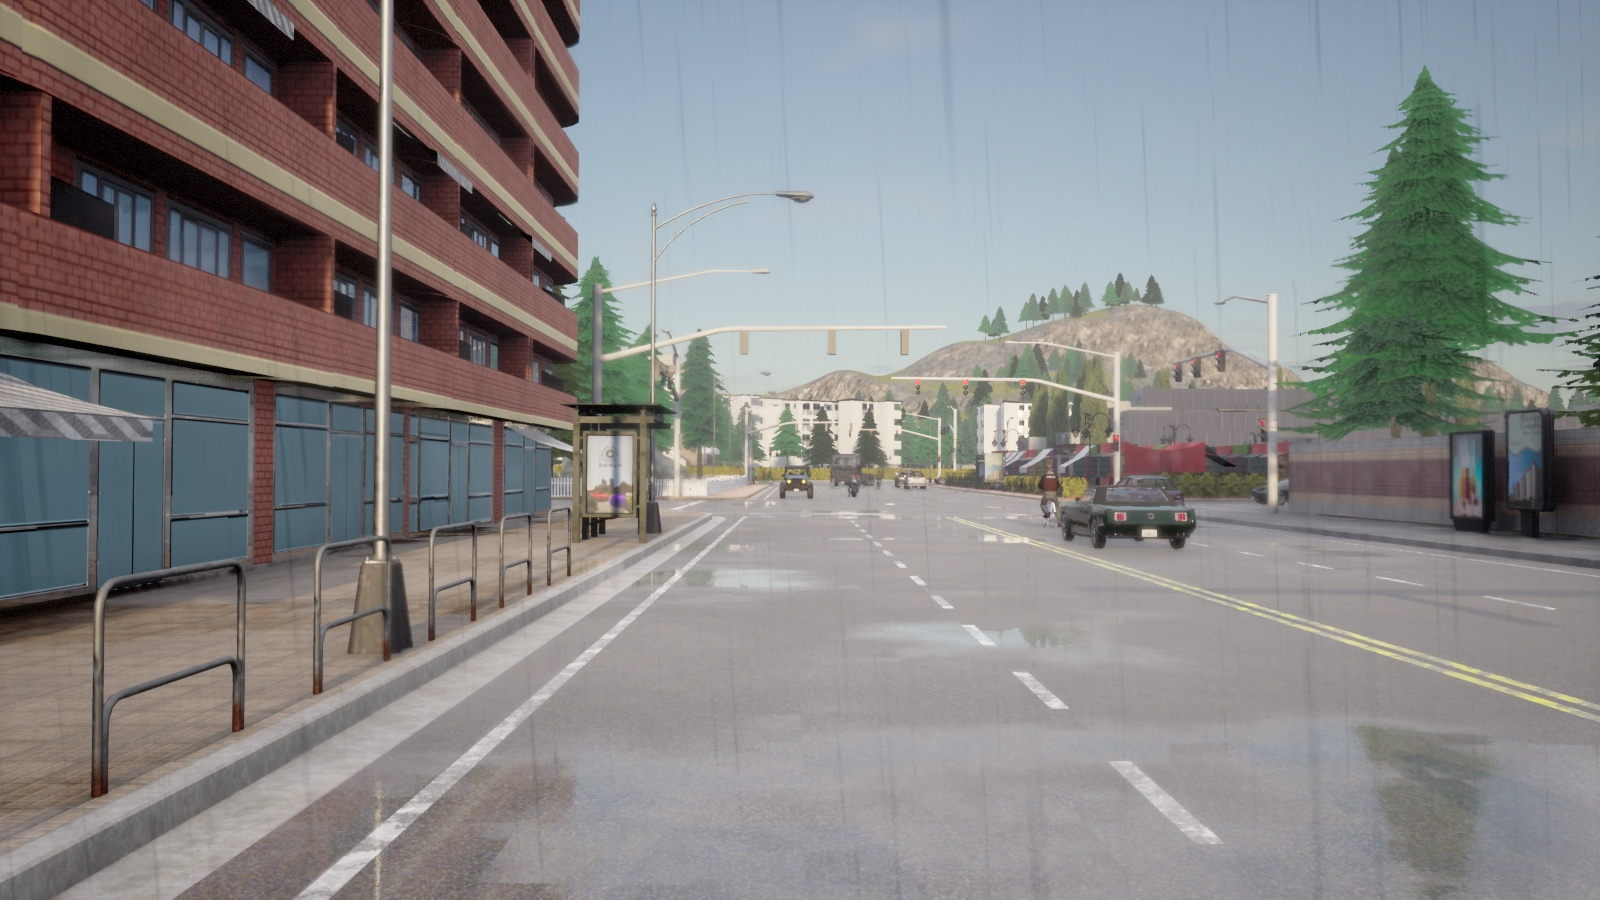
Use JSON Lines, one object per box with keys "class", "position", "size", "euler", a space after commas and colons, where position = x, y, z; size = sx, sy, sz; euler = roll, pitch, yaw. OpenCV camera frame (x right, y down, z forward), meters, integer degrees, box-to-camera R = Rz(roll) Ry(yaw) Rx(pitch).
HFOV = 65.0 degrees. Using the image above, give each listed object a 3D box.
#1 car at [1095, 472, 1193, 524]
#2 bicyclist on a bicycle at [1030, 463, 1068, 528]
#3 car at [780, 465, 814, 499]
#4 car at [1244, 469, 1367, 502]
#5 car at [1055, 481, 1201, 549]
{"class": "car", "position": [10.400, 1.428, 38.265], "size": [1.816, 1.474, 4.193], "euler": [0, -1, 0]}
{"class": "bicyclist on a bicycle", "position": [6.908, 1.242, 34.922], "size": [0.659, 1.776, 1.843], "euler": [0, -1, 0]}
{"class": "car", "position": [-0.188, 1.817, 72.000], "size": [1.905, 1.878, 3.866], "euler": [0, -1, 0]}
{"class": "car", "position": [23.219, 1.634, 57.789], "size": [4.792, 1.488, 2.163], "euler": [0, -1, -1]}
{"class": "car", "position": [6.929, 1.340, 27.048], "size": [1.895, 1.301, 4.718], "euler": [0, -1, 0]}
